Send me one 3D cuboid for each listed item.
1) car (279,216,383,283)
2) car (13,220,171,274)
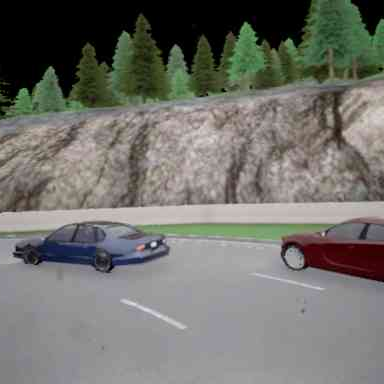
[{"bbox_3d":[4.335,1.322,8.017,1.882,1.535,5.008,-1,0,-31],"label":"car"},{"bbox_3d":[-3.356,1.655,10.823,5.357,1.411,2.033,-2,0,27],"label":"car"}]
